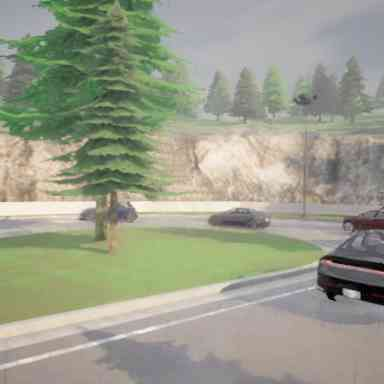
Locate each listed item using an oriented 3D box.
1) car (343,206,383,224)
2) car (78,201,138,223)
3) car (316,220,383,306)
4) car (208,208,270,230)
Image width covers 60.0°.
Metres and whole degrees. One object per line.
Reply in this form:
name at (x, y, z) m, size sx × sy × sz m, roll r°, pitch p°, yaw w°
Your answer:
car at (10.914, 1.731, 19.061) m, size 1.882 × 1.535 × 5.008 m, roll 2°, pitch -1°, yaw -16°
car at (-6.667, 1.477, 26.569) m, size 4.553 × 1.767 × 2.097 m, roll 1°, pitch 0°, yaw -18°
car at (4.649, 1.593, 7.350) m, size 4.902 × 1.511 × 2.128 m, roll 1°, pitch 0°, yaw -40°
car at (3.187, 1.764, 22.833) m, size 4.181 × 1.385 × 1.994 m, roll 0°, pitch -1°, yaw 33°
